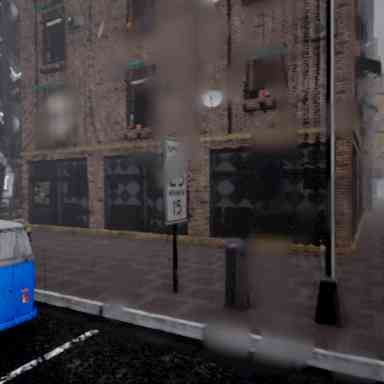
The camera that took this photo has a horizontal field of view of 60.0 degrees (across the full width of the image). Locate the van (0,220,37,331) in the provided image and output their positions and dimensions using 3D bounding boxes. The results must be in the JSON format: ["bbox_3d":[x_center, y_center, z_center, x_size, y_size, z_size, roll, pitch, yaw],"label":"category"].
[{"bbox_3d":[-4.268,1.260,5.145,3.998,1.788,1.690,0,1,28],"label":"van"}]
